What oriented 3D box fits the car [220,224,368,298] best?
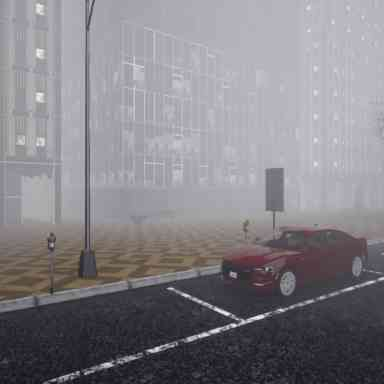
[{"bbox_3d":[2.719,1.545,8.501,4.507,1.381,1.887,0,0,-36],"label":"car"}]
